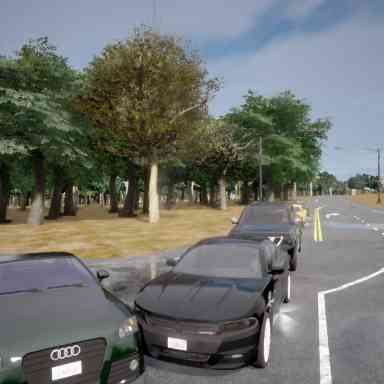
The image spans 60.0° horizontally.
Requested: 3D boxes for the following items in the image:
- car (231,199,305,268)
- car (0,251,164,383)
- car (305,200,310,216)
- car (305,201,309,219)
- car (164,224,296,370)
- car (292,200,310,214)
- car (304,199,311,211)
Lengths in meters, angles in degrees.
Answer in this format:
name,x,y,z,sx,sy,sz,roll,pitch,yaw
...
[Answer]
name,x,y,z,sx,sy,sz,roll,pitch,yaw
car,2.845,1.458,12.419,2.150,2.045,5.566,-2,0,21
car,-2.315,1.643,4.976,1.994,1.385,4.181,1,-2,-33
car,9.263,1.722,29.587,1.812,1.442,4.674,-1,0,20
car,7.209,1.662,24.081,1.882,1.535,5.008,-1,0,20
car,0.730,1.613,6.276,1.882,1.535,5.008,-1,-2,21
car,13.275,1.744,40.177,1.812,1.442,4.674,-1,0,21
car,11.285,1.560,34.964,2.097,1.767,4.553,-1,0,21
